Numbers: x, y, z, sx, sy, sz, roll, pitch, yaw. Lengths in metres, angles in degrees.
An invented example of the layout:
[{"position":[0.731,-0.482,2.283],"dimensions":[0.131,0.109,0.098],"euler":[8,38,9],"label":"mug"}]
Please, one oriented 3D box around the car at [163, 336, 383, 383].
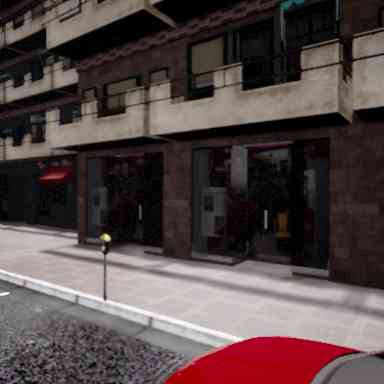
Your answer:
[{"position":[1.741,1.546,1.627],"dimensions":[4.507,1.381,1.887],"euler":[0,0,35],"label":"car"}]
